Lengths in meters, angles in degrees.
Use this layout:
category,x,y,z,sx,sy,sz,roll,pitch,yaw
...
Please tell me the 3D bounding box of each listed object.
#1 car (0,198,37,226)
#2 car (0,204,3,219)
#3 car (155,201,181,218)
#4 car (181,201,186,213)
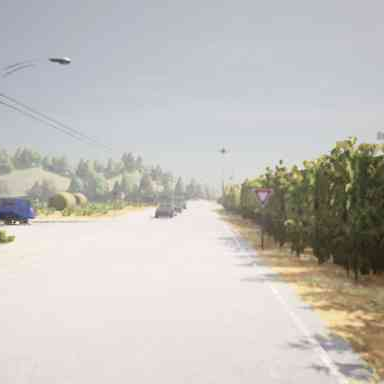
category,x,y,z,sx,sy,sz,roll,pitch,yaw
car,-14.841,1.485,25.313,5.566,2.045,2.150,0,-1,-1
car,-15.449,1.706,21.481,4.902,1.511,2.128,0,-1,1
car,-2.661,1.941,35.042,1.837,1.490,4.892,0,-1,5
car,-2.208,2.065,44.924,1.837,1.490,4.892,0,-1,2
